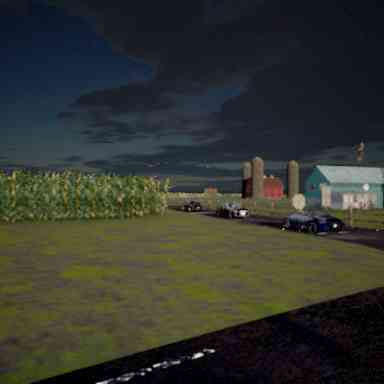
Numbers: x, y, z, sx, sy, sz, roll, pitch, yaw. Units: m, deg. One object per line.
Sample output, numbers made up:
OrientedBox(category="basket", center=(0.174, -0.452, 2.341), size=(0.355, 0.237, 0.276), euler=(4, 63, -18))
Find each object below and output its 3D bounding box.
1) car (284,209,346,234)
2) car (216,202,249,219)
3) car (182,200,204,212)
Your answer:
OrientedBox(category="car", center=(7.796, 1.811, 21.467), size=(1.994, 1.385, 4.181), euler=(0, 0, -19))
OrientedBox(category="car", center=(3.949, 1.793, 32.988), size=(2.128, 1.511, 4.902), euler=(0, 0, -18))
OrientedBox(category="car", center=(0.099, 1.872, 44.543), size=(1.837, 1.490, 4.892), euler=(0, 0, -18))
